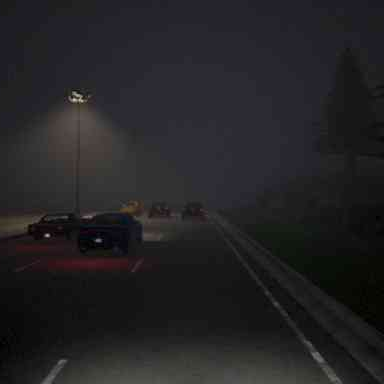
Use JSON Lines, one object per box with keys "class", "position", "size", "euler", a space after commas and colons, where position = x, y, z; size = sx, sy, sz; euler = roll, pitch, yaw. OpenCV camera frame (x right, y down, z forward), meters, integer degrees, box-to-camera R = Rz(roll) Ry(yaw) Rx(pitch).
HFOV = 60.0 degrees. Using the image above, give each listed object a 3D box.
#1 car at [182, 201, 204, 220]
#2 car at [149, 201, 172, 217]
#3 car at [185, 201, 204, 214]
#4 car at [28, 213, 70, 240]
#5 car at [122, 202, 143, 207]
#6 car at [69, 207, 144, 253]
{"class": "car", "position": [0.107, 1.704, 32.430], "size": [2.097, 1.767, 4.553], "euler": [0, -1, 0]}
{"class": "car", "position": [-3.355, 1.740, 35.813], "size": [2.097, 1.767, 4.553], "euler": [0, -1, 1]}
{"class": "car", "position": [0.409, 1.957, 42.788], "size": [2.128, 1.511, 4.902], "euler": [0, 0, 3]}
{"class": "car", "position": [-6.899, 1.798, 18.090], "size": [1.895, 1.301, 4.718], "euler": [0, -1, 0]}
{"class": "car", "position": [-6.795, 1.896, 38.535], "size": [1.882, 1.535, 5.008], "euler": [0, 0, 2]}
{"class": "car", "position": [-3.399, 1.636, 14.539], "size": [1.882, 1.535, 5.008], "euler": [0, -1, 0]}
